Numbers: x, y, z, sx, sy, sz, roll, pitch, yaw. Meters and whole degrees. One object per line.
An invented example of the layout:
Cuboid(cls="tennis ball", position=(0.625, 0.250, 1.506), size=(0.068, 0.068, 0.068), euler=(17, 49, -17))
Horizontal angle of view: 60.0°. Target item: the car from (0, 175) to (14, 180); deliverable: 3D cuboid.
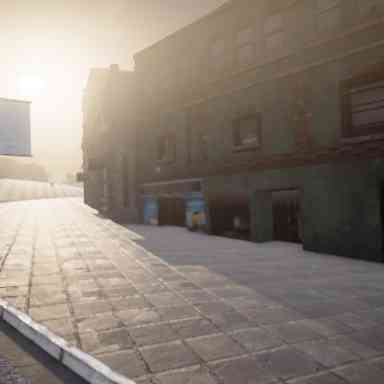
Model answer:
Cuboid(cls="car", position=(-45.606, -3.293, 79.484), size=(2.002, 1.452, 4.674), euler=(-2, -2, 10))
